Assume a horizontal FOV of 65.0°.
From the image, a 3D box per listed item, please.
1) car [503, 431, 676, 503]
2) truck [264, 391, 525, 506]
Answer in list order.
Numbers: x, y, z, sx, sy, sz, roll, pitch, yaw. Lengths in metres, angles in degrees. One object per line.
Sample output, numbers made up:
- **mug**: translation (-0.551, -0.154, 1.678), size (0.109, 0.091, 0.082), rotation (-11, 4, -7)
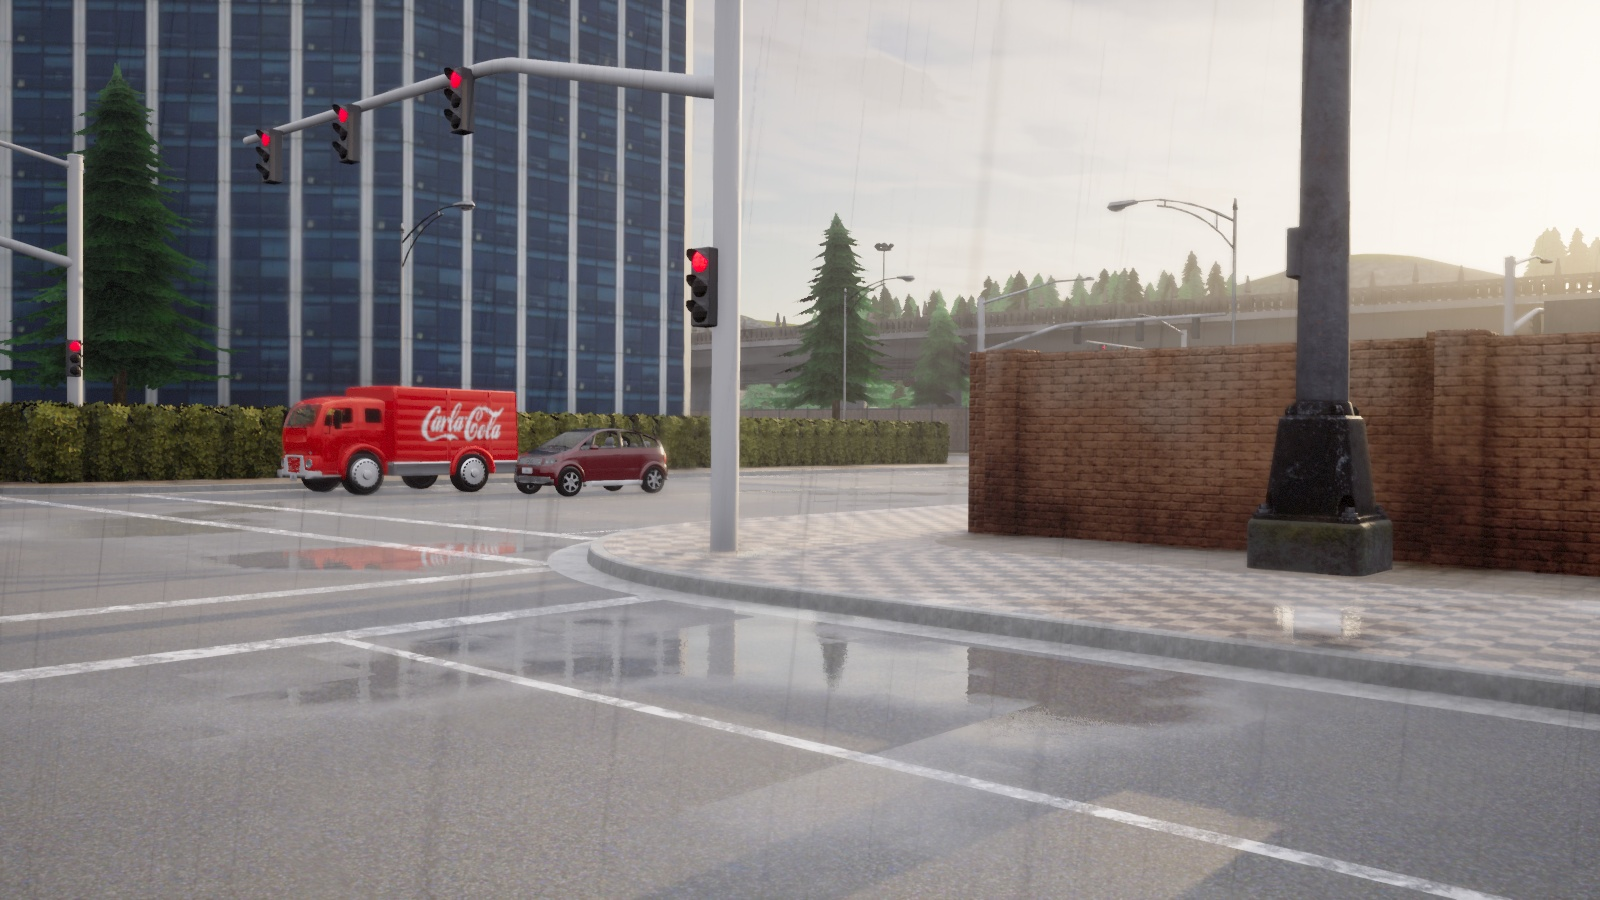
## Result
- **car**: translation (-4.882, 0.352, 29.483), size (1.789, 1.549, 3.705), rotation (0, 1, 41)
- **truck**: translation (-9.437, -0.074, 29.588), size (2.627, 2.467, 5.204), rotation (0, 1, 41)
